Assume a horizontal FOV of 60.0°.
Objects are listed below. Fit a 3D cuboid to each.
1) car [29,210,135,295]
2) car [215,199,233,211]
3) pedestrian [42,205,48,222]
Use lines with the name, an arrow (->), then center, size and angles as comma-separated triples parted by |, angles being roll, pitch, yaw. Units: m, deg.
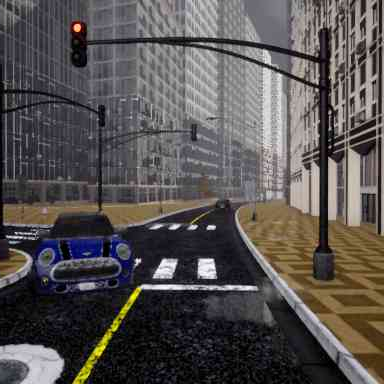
car -> -2.916, 1.350, 8.957 | 2.097, 1.767, 4.553 | -1, 0, -20
car -> 4.014, 1.559, 41.346 | 1.882, 1.535, 5.008 | 0, 0, 10
pedestrian -> -9.298, 1.343, 21.024 | 0.500, 1.100, 0.500 | 0, 0, 17
